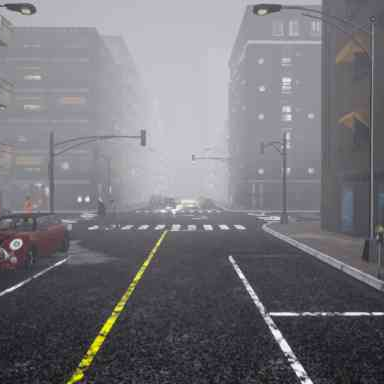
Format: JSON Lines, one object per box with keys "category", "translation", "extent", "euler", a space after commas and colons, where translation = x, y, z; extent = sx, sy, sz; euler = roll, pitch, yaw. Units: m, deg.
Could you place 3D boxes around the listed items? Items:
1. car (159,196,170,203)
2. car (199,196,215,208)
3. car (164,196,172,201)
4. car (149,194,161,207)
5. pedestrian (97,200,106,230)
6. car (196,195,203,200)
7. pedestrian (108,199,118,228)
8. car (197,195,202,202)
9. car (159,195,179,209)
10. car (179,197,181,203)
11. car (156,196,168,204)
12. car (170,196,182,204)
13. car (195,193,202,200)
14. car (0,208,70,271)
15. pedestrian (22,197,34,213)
{"category": "car", "translation": [-5.718, 1.558, 69.319], "extent": [1.802, 1.307, 4.206], "euler": [-1, 0, 0]}
{"category": "car", "translation": [2.288, 1.568, 47.154], "extent": [1.802, 1.307, 4.206], "euler": [-1, 0, 0]}
{"category": "car", "translation": [-5.781, 1.552, 80.393], "extent": [1.802, 1.307, 4.206], "euler": [-1, 0, 0]}
{"category": "car", "translation": [-5.627, 1.298, 52.707], "extent": [2.192, 1.841, 5.009], "euler": [-1, 0, 0]}
{"category": "pedestrian", "translation": [-5.234, 1.289, 19.197], "extent": [0.375, 1.860, 0.375], "euler": [-1, 1, 0]}
{"category": "car", "translation": [2.036, 1.546, 91.467], "extent": [1.802, 1.307, 4.206], "euler": [-1, 0, 0]}
{"category": "pedestrian", "translation": [-4.804, 1.288, 20.397], "extent": [0.375, 1.860, 0.375], "euler": [-1, 1, 0]}
{"category": "car", "translation": [2.256, 1.534, 52.693], "extent": [2.008, 1.369, 4.403], "euler": [-1, 0, 0]}
{"category": "car", "translation": [-3.102, 1.491, 45.855], "extent": [1.837, 1.490, 4.892], "euler": [0, 0, 0]}
{"category": "car", "translation": [-3.156, 1.583, 55.955], "extent": [1.895, 1.301, 4.718], "euler": [0, 0, 0]}
{"category": "car", "translation": [-5.687, 1.504, 63.611], "extent": [1.752, 1.417, 4.829], "euler": [-1, 0, 0]}
{"category": "car", "translation": [-3.151, 1.525, 66.606], "extent": [2.033, 1.411, 5.357], "euler": [0, 0, 1]}
{"category": "car", "translation": [2.130, 1.518, 74.849], "extent": [1.887, 1.381, 4.507], "euler": [-1, 0, 0]}
{"category": "car", "translation": [-5.517, 1.437, 10.729], "extent": [1.967, 1.590, 4.097], "euler": [-1, 0, 0]}
{"category": "pedestrian", "translation": [-9.704, 1.153, 19.722], "extent": [0.375, 1.860, 0.375], "euler": [-1, 1, 0]}
